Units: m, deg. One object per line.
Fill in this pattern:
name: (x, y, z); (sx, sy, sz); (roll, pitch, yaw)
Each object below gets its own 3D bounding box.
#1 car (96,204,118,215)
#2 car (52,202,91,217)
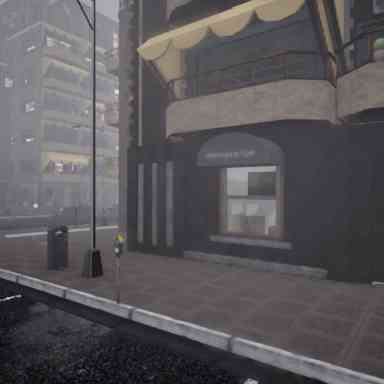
car: (-9.482, 2.063, 39.967); (1.802, 1.307, 4.206); (-1, -1, 35)
car: (-12.770, 1.821, 35.347); (1.967, 1.590, 4.097); (-1, -1, 35)
